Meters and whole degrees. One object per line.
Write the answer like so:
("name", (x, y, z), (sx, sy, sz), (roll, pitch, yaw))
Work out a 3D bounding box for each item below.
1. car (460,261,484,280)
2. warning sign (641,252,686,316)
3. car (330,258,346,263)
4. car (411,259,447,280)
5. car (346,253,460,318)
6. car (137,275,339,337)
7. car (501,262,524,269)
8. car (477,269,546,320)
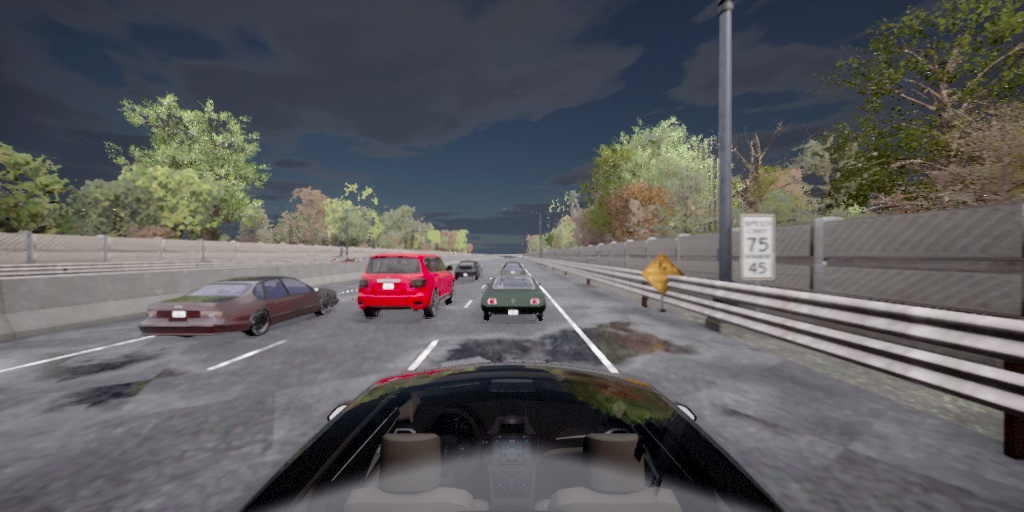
("car", (-3.435, 1.111, 28.938), (1.837, 1.490, 4.892), (0, 1, 0))
("warning sign", (4.549, 0.815, 10.869), (1.300, 1.860, 1.060), (0, 0, 0))
("car", (-24.564, 0.973, 52.129), (1.882, 1.535, 5.008), (0, 0, 0))
("car", (-6.928, 1.075, 30.389), (1.882, 1.535, 5.008), (0, 0, 0))
("car", (-3.439, 0.913, 12.723), (2.150, 2.045, 5.566), (0, 1, 0))
("car", (-6.961, 1.251, 10.030), (2.033, 1.411, 5.357), (0, 0, 1))
("car", (0.066, 1.167, 29.375), (1.994, 1.385, 4.181), (0, 0, 0))
("car", (0.059, 1.292, 12.322), (1.895, 1.301, 4.718), (0, 0, 0))
